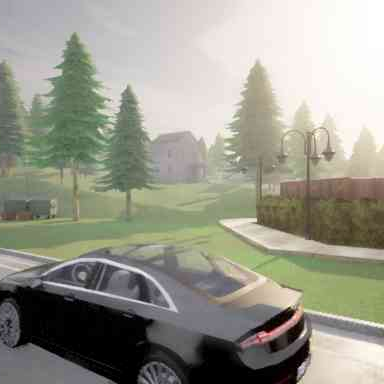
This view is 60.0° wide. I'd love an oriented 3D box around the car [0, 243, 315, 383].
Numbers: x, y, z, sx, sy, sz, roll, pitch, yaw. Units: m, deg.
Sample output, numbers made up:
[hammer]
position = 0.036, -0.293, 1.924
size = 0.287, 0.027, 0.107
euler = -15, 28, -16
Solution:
[car]
position = -0.899, 1.490, 4.629
size = 4.902, 1.511, 2.128
euler = 0, 0, 36
